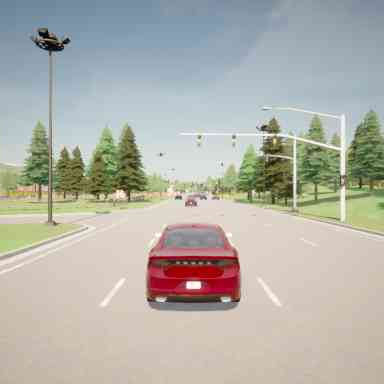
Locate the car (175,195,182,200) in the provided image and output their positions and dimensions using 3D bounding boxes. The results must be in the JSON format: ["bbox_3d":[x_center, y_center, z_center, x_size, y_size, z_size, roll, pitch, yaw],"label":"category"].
[{"bbox_3d":[-3.769,1.478,94.333,1.882,1.535,5.008,0,0,0],"label":"car"}]

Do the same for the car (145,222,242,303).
[{"bbox_3d":[0.040,1.478,8.294,1.882,1.535,5.008,0,0,0],"label":"car"}]

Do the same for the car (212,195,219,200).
[{"bbox_3d":[6.731,1.525,94.363,2.128,1.511,4.902,0,0,0],"label":"car"}]

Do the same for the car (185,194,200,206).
[{"bbox_3d":[-0.150,1.525,52.897,1.812,1.442,4.674,0,0,0],"label":"car"}]

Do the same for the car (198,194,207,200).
[{"bbox_3d":[3.231,1.524,94.353,1.812,1.442,4.674,0,0,0],"label":"car"}]
